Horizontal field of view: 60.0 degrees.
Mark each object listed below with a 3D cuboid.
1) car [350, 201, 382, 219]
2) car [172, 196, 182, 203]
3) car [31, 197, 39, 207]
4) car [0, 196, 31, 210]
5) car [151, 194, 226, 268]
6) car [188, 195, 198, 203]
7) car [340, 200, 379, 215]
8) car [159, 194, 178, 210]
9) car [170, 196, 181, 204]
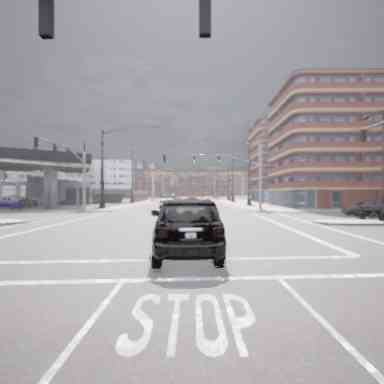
[{"bbox_3d":[16.317,1.627,28.084,4.718,1.301,1.895,0,0,-3],"label":"car"},{"bbox_3d":[-3.287,1.585,75.882,2.128,1.511,4.902,0,0,0],"label":"car"},{"bbox_3d":[-24.003,1.501,47.260,3.806,1.475,1.970,0,0,1],"label":"car"},{"bbox_3d":[-23.290,1.335,41.509,4.611,1.667,2.242,0,0,1],"label":"car"},{"bbox_3d":[-0.232,1.235,11.503,2.150,2.045,5.566,0,0,-4],"label":"car"},{"bbox_3d":[0.247,1.439,71.607,2.128,1.511,4.902,0,0,0],"label":"car"},{"bbox_3d":[16.701,1.534,31.559,4.892,1.490,1.837,0,0,1],"label":"car"},{"bbox_3d":[-3.094,1.264,44.944,2.150,2.045,5.566,0,0,2],"label":"car"},{"bbox_3d":[-3.205,1.609,65.554,2.033,1.411,5.357,0,0,0],"label":"car"}]
